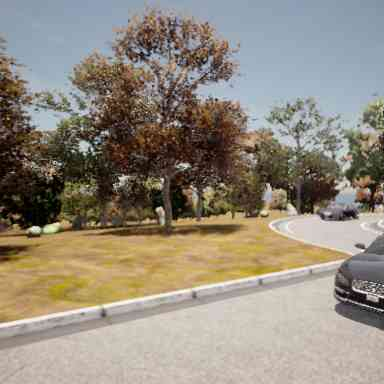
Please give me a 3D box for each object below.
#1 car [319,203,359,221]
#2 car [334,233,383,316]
[{"bbox_3d":[12.838,1.687,28.957,4.902,1.511,2.128,1,-1,-43],"label":"car"},{"bbox_3d":[4.927,1.564,7.167,4.892,1.490,1.837,1,2,-40],"label":"car"}]
